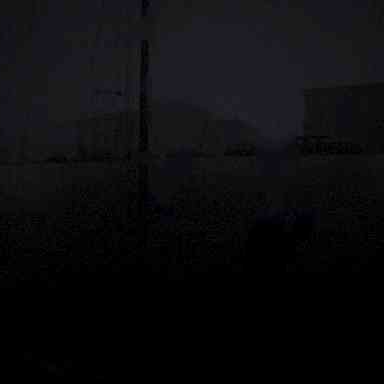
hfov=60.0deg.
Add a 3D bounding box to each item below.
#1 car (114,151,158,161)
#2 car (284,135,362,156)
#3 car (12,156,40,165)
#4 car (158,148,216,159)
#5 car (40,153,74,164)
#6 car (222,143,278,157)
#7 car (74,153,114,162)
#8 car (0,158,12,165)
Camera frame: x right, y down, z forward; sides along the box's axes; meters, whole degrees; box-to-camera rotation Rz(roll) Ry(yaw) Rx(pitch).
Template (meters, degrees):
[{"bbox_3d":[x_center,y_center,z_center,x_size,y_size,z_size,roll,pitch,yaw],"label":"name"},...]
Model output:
[{"bbox_3d":[-4.994,-3.361,32.945,4.674,1.452,2.002,1,1,28],"label":"car"},{"bbox_3d":[10.010,-3.326,25.683,5.566,2.045,2.435,1,1,25],"label":"car"},{"bbox_3d":[-19.593,-3.666,41.190,5.008,1.535,2.097,1,1,32],"label":"car"},{"bbox_3d":[-0.165,-3.313,30.480,4.892,1.521,2.231,1,1,27],"label":"car"},{"bbox_3d":[-14.843,-3.704,38.367,4.553,1.767,2.185,1,1,31],"label":"car"},{"bbox_3d":[4.912,-3.331,28.030,4.553,1.767,2.185,1,1,26],"label":"car"},{"bbox_3d":[-9.854,-3.459,35.559,4.792,1.488,2.163,1,1,29],"label":"car"},{"bbox_3d":[-24.301,-3.714,44.126,4.674,1.452,2.002,1,1,33],"label":"car"}]
